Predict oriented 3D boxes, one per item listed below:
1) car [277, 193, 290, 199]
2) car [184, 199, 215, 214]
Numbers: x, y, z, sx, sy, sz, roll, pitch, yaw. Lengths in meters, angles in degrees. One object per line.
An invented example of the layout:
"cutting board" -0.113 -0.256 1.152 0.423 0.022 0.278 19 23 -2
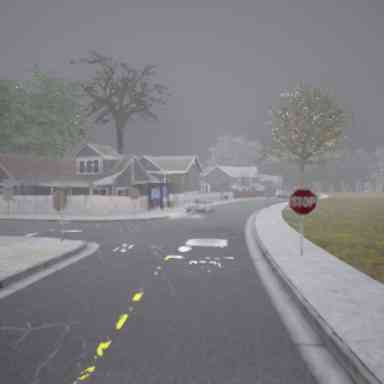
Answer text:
"car" 19.985 0.774 72.070 1.895 1.301 4.718 2 2 33
"car" 0.801 1.361 32.788 1.895 1.301 4.718 1 1 18
